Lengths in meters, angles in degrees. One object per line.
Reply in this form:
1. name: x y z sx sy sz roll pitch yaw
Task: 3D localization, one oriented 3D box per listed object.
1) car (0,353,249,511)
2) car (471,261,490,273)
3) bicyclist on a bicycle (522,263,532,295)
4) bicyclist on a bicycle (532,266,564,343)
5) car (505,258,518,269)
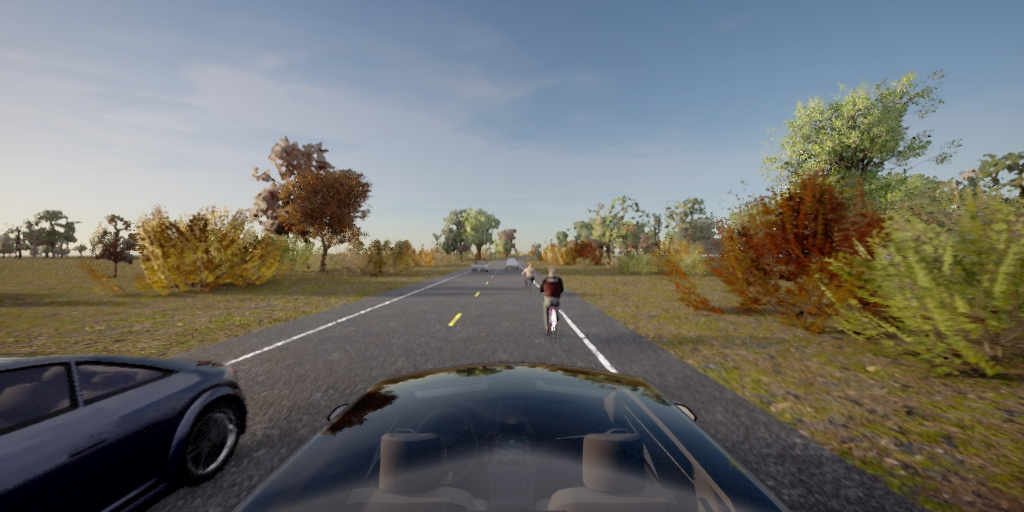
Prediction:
1. car: -3.598 1.314 1.808 1.994 1.385 4.181 0 0 0
2. car: -3.680 1.268 42.068 1.895 1.301 4.718 0 0 0
3. bicyclist on a bicycle: 0.905 1.158 18.528 0.866 1.612 1.509 0 0 0
4. bicyclist on a bicycle: 0.951 1.110 8.732 0.659 1.776 1.843 0 0 0
5. car: -0.023 1.157 53.658 1.812 1.442 4.674 0 0 0
